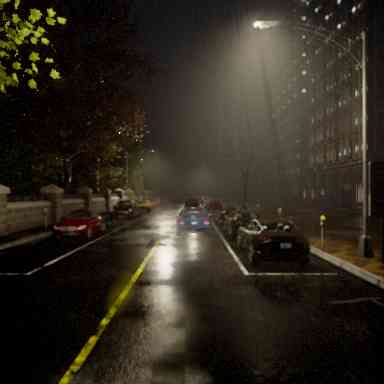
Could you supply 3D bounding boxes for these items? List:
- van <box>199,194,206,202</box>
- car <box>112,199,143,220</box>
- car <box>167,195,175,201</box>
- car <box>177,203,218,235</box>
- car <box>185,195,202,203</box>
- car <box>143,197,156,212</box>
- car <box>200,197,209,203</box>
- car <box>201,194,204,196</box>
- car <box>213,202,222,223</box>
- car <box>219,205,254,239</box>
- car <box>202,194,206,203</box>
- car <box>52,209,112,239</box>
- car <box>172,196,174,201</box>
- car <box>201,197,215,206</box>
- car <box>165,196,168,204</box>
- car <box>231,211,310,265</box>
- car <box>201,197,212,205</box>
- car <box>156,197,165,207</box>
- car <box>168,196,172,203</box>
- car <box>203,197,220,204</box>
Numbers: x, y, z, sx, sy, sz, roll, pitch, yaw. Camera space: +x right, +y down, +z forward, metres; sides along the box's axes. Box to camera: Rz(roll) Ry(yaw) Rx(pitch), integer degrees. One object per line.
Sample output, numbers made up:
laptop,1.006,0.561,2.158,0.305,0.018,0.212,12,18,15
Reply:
van,2.675,1.478,84.820,1.690,1.788,3.998,0,0,0
car,-5.694,1.469,28.494,1.967,1.590,4.097,0,0,0
car,-5.707,1.677,90.279,1.752,1.417,4.829,0,0,0
car,0.097,1.565,18.727,2.033,1.411,5.357,0,0,0
car,0.037,1.528,43.132,1.882,1.535,5.008,0,0,1
car,-5.696,1.570,39.589,1.752,1.417,4.829,0,0,0
car,2.677,1.691,73.554,1.802,1.307,4.206,0,0,0
car,2.682,1.505,51.024,1.967,1.590,4.097,0,0,0
car,2.686,1.588,22.863,1.947,1.339,4.313,0,0,0
car,2.687,1.582,17.230,1.947,1.339,4.313,0,0,0
car,2.683,1.495,45.393,1.967,1.590,4.097,0,0,0
car,-5.693,1.598,17.229,1.802,1.307,4.206,0,0,0
car,-5.705,1.667,79.184,1.887,1.381,4.507,0,0,0
car,2.680,1.626,56.657,2.008,1.369,4.403,0,0,0
car,-5.701,1.620,56.655,1.887,1.381,4.507,0,0,0
car,2.688,1.576,11.598,1.947,1.339,4.313,0,0,0
car,2.679,1.637,62.289,2.008,1.369,4.403,0,0,0
car,-5.698,1.505,51.023,1.967,1.590,4.097,0,0,0
car,-5.702,1.642,67.920,1.887,1.381,4.507,0,0,0
car,2.684,1.590,39.761,1.887,1.381,4.507,0,0,0
